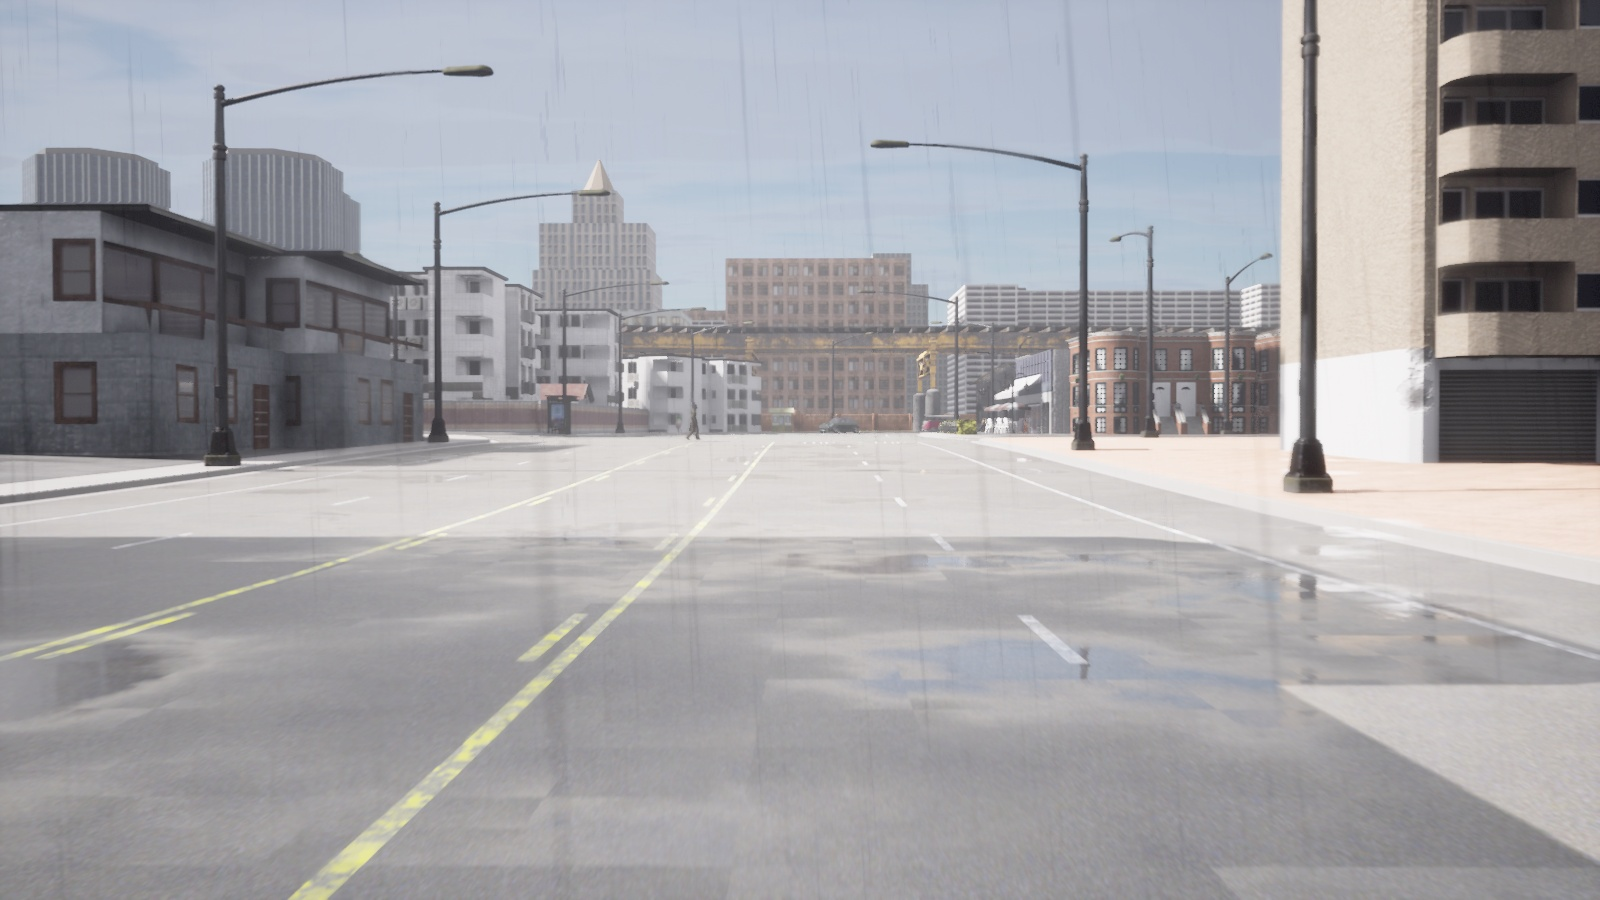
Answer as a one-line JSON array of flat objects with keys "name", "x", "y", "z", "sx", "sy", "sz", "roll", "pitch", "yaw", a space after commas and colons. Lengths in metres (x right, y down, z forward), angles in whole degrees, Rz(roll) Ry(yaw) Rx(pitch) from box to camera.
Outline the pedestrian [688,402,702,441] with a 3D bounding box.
[{"name": "pedestrian", "x": -5.187, "y": -1.407, "z": 62.219, "sx": 0.692, "sy": 1.930, "sz": 0.395, "roll": 0, "pitch": 1, "yaw": -3}]
